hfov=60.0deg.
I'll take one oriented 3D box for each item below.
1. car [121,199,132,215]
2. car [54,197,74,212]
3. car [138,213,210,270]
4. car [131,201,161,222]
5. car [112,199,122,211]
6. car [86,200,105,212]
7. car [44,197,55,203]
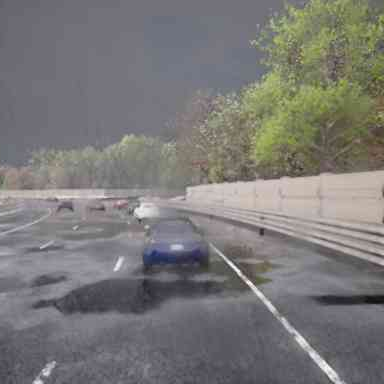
[{"bbox_3d":[-6.060,1.646,35.673,2.033,1.411,5.357,0,0,-16],"label":"car"},{"bbox_3d":[-16.129,1.659,42.239,1.837,1.490,4.892,0,0,-24],"label":"car"},{"bbox_3d":[-0.630,1.566,11.213,1.994,1.385,4.181,-2,-2,-6],"label":"car"},{"bbox_3d":[-3.700,1.598,27.395,1.812,1.442,4.674,0,0,-14],"label":"car"},{"bbox_3d":[-9.165,1.654,43.928,1.812,1.442,4.674,0,0,-23],"label":"car"},{"bbox_3d":[-12.177,1.701,41.964,1.994,1.385,4.181,0,0,-22],"label":"car"},{"bbox_3d":[-33.996,1.827,80.369,4.674,1.442,1.812,0,0,44],"label":"car"}]
